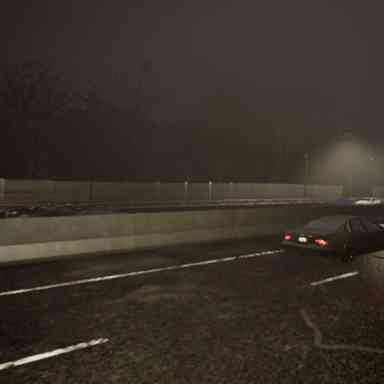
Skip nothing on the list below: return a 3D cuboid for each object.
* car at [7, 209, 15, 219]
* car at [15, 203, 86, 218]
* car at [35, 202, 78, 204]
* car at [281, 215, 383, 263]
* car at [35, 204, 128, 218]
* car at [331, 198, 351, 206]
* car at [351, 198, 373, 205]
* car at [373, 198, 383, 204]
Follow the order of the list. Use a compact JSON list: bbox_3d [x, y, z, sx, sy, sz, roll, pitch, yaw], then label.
[{"bbox_3d":[-11.570,1.499,25.806,4.902,1.511,2.128,0,0,-36],"label":"car"},{"bbox_3d":[-7.909,1.570,19.847,4.181,1.385,1.994,0,0,-35],"label":"car"},{"bbox_3d":[-8.895,1.499,23.442,4.902,1.511,2.128,0,0,-35],"label":"car"},{"bbox_3d":[5.555,1.559,12.009,5.357,1.411,2.033,0,0,-35],"label":"car"},{"bbox_3d":[-5.073,1.554,17.571,5.357,1.411,2.033,0,0,-35],"label":"car"},{"bbox_3d":[22.970,1.593,50.420,4.674,1.442,1.812,0,0,-35],"label":"car"},{"bbox_3d":[25.416,1.594,47.866,4.674,1.442,1.812,0,0,-35],"label":"car"},{"bbox_3d":[26.982,1.614,44.690,5.357,1.411,2.033,0,0,-35],"label":"car"}]
